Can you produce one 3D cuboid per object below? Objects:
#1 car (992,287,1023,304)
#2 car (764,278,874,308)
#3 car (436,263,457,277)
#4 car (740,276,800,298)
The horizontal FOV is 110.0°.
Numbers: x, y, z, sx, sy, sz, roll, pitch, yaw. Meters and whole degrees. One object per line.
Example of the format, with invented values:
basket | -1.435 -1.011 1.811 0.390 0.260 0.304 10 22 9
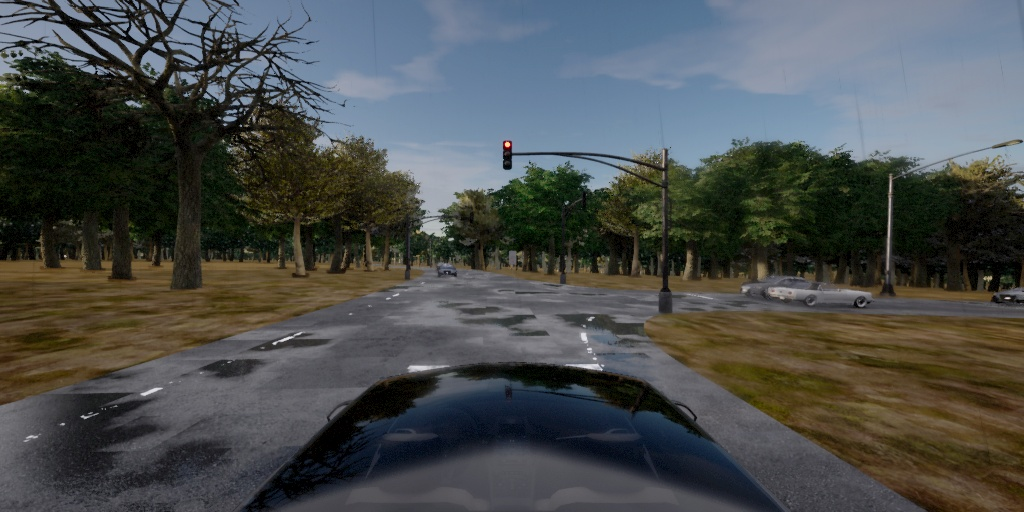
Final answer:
car | 36.359 2.834 24.973 4.181 1.385 1.994 2 0 -3
car | 17.436 2.149 20.296 4.718 1.301 1.895 2 0 -3
car | -7.136 1.619 39.692 1.994 1.385 4.181 0 -1 -10
car | 17.843 2.081 23.936 4.902 1.511 2.128 2 0 -5
